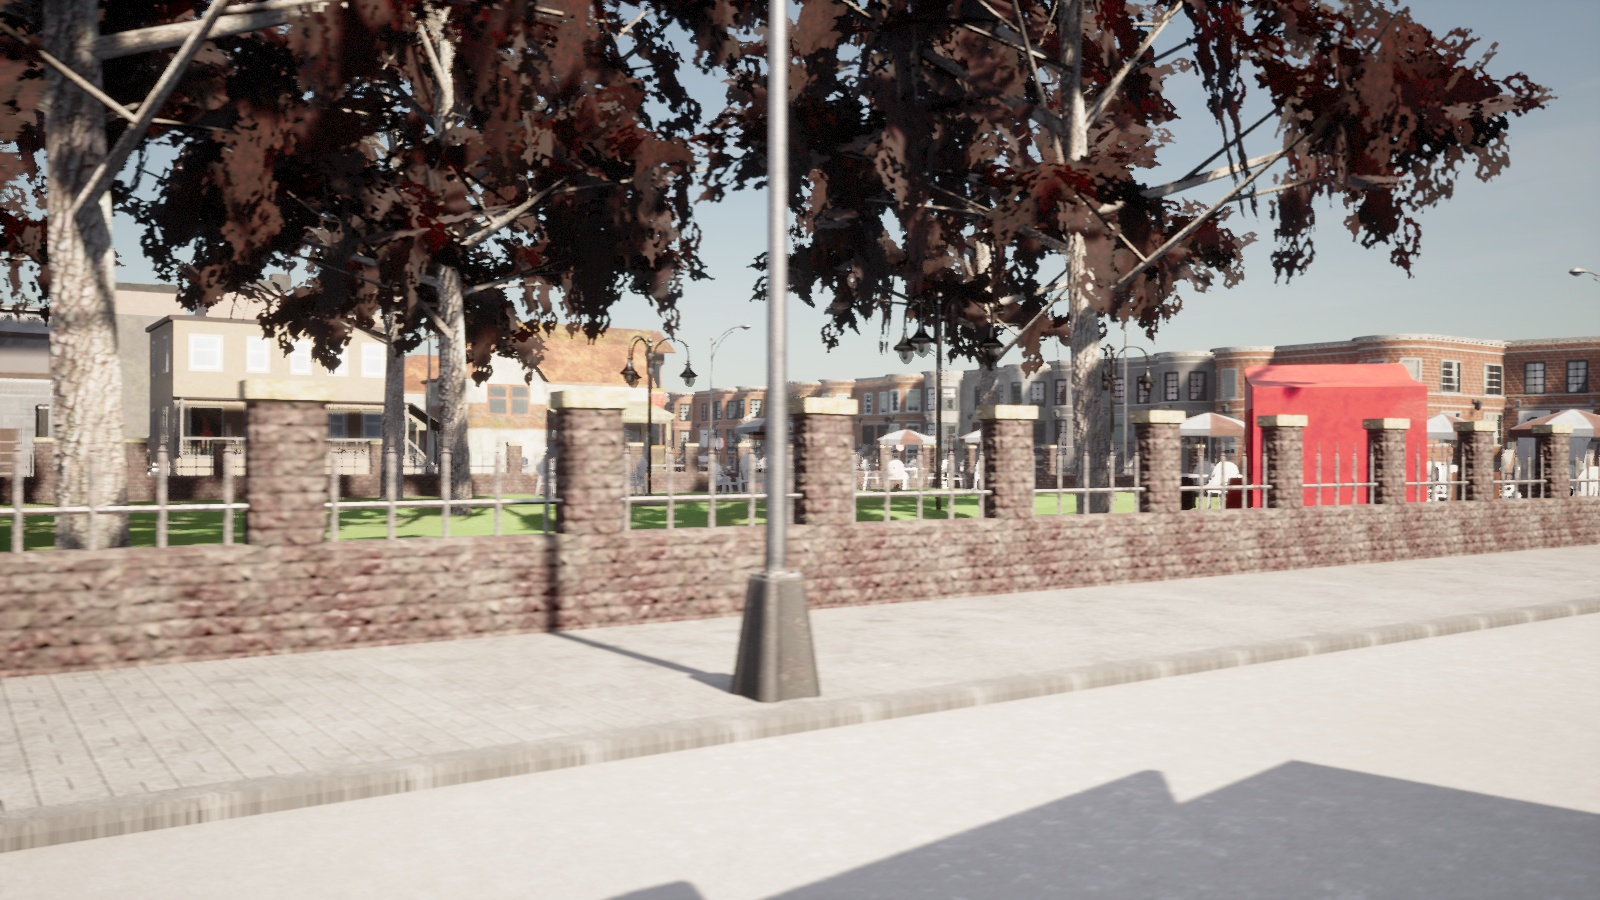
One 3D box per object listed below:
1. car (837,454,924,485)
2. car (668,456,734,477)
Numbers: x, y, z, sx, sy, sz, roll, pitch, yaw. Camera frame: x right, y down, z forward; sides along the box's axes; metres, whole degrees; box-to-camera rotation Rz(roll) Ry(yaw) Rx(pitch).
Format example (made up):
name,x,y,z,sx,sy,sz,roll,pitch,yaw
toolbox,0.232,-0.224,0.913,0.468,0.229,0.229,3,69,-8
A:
name,x,y,z,sx,sy,sz,roll,pitch,yaw
car,4.022,0.961,62.320,4.193,1.474,1.816,0,0,-38
car,-6.659,1.076,83.910,2.033,1.411,5.357,0,0,-35
